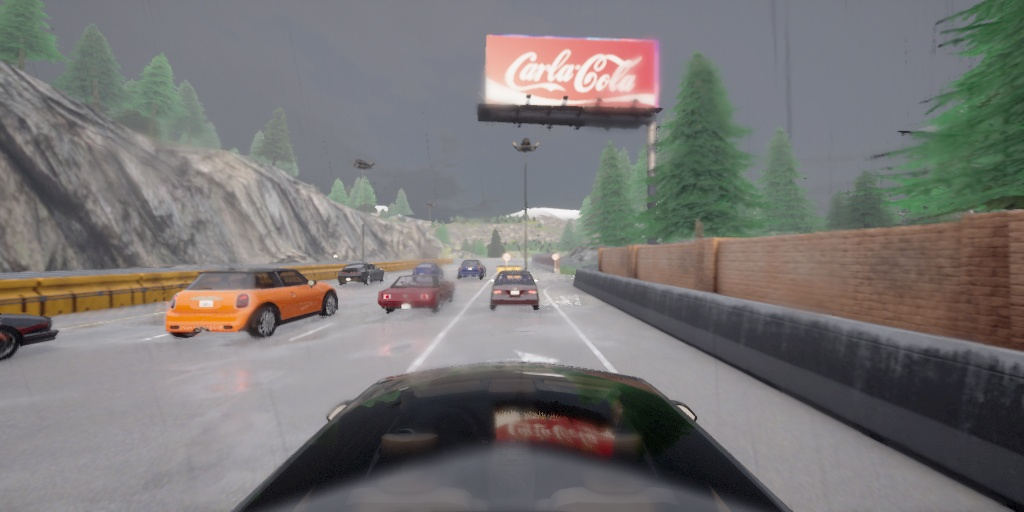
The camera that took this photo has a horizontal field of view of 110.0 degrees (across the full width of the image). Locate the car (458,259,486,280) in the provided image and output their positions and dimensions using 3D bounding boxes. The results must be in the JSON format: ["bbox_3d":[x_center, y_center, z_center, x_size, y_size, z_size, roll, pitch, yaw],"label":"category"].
[{"bbox_3d":[-3.420,1.079,31.367,2.097,1.767,4.553,0,0,0],"label":"car"}]

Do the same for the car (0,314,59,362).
[{"bbox_3d":[-10.400,1.295,4.950,2.033,1.411,5.357,0,0,0],"label":"car"}]

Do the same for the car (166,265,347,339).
[{"bbox_3d":[-6.901,1.096,10.215,2.097,1.767,4.553,0,0,0],"label":"car"}]

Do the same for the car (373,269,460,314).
[{"bbox_3d":[-3.403,1.341,13.781,1.895,1.301,4.718,0,0,0],"label":"car"}]

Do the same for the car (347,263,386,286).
[{"bbox_3d":[-10.412,1.237,25.222,1.837,1.490,4.892,0,0,0],"label":"car"}]

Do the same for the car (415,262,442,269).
[{"bbox_3d":[-6.931,1.254,29.783,1.812,1.442,4.674,0,0,0],"label":"car"}]

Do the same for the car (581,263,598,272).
[{"bbox_3d":[7.449,1.280,29.237,4.181,1.385,1.994,0,0,-1],"label":"car"}]

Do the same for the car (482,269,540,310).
[{"bbox_3d":[0.096,1.287,14.652,2.033,1.411,5.357,0,0,0],"label":"car"}]
